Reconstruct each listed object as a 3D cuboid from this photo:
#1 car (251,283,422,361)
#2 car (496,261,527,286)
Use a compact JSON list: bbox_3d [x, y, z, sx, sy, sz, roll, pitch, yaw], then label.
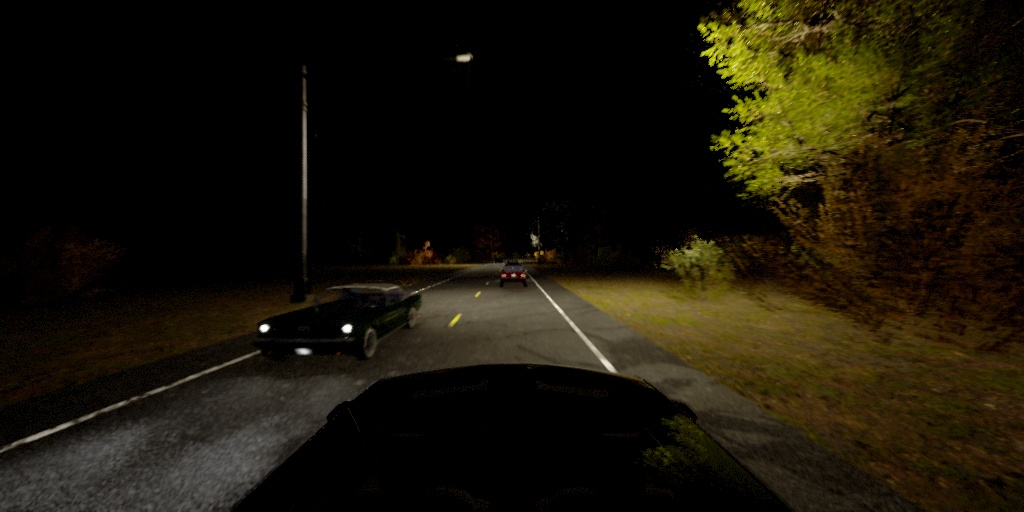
[{"bbox_3d":[-3.598,1.341,8.401,1.895,1.301,4.718,0,0,0],"label":"car"},{"bbox_3d":[0.098,1.262,25.028,2.033,1.411,5.357,0,0,0],"label":"car"}]
